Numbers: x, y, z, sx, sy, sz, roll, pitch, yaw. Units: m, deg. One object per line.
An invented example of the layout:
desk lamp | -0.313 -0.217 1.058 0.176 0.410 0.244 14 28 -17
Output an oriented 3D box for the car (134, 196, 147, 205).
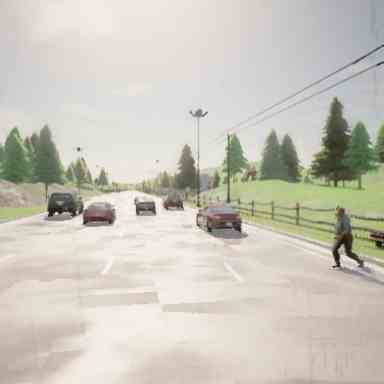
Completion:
car | -8.025 1.311 51.841 1.895 1.301 4.718 0 0 -10

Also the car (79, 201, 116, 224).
car | -6.533 1.431 23.732 1.994 1.385 4.181 0 0 -10

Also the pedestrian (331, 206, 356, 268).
pedestrian | 4.273 1.240 9.406 0.375 1.860 0.375 0 0 -7

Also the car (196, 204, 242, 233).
car | 1.443 1.420 18.765 1.812 1.442 4.674 0 0 -10

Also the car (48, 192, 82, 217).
car | -11.088 1.056 29.356 2.150 2.045 5.566 0 0 -10

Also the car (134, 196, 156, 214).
car | -4.598 1.307 32.802 2.128 1.511 4.902 0 0 -10

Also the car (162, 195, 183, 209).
car | -2.397 1.127 40.322 2.097 1.767 4.553 0 0 -10
